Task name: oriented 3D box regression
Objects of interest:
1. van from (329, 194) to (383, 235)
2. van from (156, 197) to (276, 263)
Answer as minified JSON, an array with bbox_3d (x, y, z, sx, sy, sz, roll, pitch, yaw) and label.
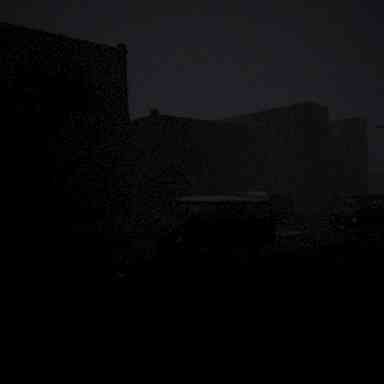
[{"bbox_3d":[8.871,1.088,17.267,4.442,1.987,1.878,1,0,-38],"label":"van"},{"bbox_3d":[0.866,1.153,11.353,4.442,1.987,1.878,1,0,-38],"label":"van"}]
